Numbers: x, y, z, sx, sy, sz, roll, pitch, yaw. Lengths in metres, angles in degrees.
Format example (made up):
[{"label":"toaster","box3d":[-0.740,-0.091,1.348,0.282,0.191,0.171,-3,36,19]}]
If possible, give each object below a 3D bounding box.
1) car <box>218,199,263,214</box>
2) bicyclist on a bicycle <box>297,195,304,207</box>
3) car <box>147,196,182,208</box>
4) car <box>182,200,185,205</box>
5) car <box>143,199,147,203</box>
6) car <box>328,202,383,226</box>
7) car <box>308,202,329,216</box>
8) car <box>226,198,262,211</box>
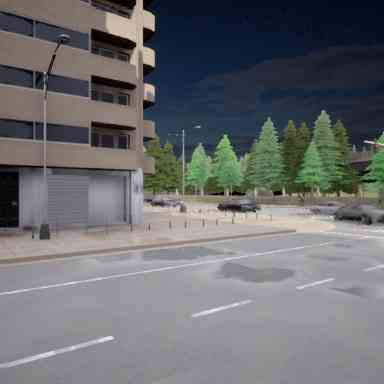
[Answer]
[{"label":"car","box3d":[5.019,1.492,35.619,2.033,1.411,5.357,0,0,-35]},{"label":"bicyclist on a bicycle","box3d":[15.139,1.245,46.444,1.656,1.620,0.582,0,0,-35]},{"label":"car","box3d":[-3.999,1.470,47.855,1.812,1.442,4.674,0,0,-41]},{"label":"car","box3d":[-3.121,1.436,52.125,2.128,1.511,4.902,0,0,-44]},{"label":"car","box3d":[-7.164,1.545,64.439,4.718,1.301,1.895,0,0,31]},{"label":"car","box3d":[11.981,1.522,23.285,1.994,1.385,4.181,0,1,-17]},{"label":"car","box3d":[13.081,1.545,30.077,1.895,1.301,4.718,0,0,-35]},{"label":"car","box3d":[6.188,1.509,39.974,1.994,1.385,4.181,0,0,-35]}]
